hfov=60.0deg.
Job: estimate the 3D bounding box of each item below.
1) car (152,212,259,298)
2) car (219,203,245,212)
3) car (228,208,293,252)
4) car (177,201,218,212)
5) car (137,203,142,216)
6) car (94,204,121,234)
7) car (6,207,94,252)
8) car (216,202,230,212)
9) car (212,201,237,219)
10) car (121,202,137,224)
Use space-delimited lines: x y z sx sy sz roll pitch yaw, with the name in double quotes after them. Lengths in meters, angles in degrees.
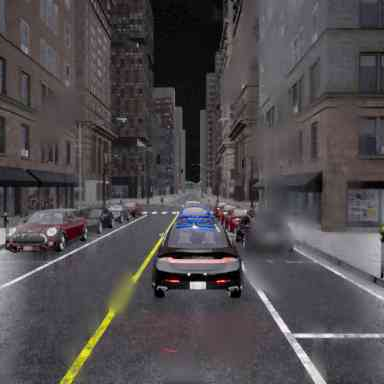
0.128 1.490 8.486 2.128 1.511 4.902 0 0 0 "car"
2.818 1.543 19.056 1.887 1.381 4.507 -1 0 0 "car"
2.799 1.564 13.552 1.947 1.339 4.313 -1 0 0 "car"
0.163 1.476 17.991 1.882 1.535 5.008 0 0 0 "car"
-5.668 1.545 30.098 1.887 1.381 4.507 -1 0 0 "car"
-5.707 1.565 19.087 1.947 1.339 4.313 -1 0 0 "car"
-5.728 1.439 13.582 1.967 1.590 4.097 -1 0 0 "car"
2.838 1.544 24.562 1.887 1.381 4.507 -1 0 0 "car"
2.857 1.544 30.067 1.887 1.381 4.507 -1 0 0 "car"
-5.687 1.550 24.592 2.008 1.369 4.403 -1 0 0 "car"
